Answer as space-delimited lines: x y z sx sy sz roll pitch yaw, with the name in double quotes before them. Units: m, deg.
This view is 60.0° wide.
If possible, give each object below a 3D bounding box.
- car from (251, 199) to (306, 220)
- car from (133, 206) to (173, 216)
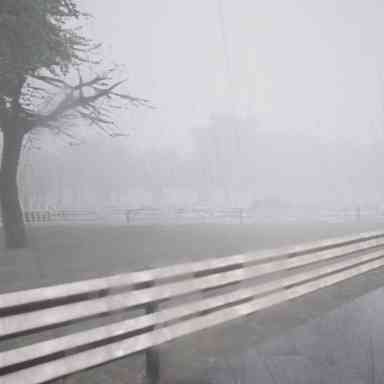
"car" 8.946 1.742 34.868 5.566 2.045 2.150 -1 0 3
"car" -4.606 2.391 39.078 4.674 1.442 1.812 -1 0 3
